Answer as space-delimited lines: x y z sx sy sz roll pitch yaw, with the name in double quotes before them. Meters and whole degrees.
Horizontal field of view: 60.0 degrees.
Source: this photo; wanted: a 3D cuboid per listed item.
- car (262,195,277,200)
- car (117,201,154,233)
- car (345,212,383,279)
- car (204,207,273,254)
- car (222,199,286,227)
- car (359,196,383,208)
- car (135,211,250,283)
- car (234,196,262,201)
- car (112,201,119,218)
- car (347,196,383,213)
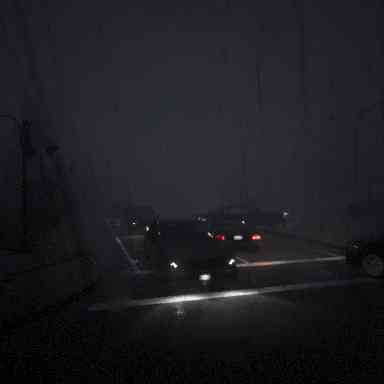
"car" 10.335 1.277 47.123 2.152 1.636 5.027 0 0 -17
"car" -3.106 1.529 19.950 2.033 1.411 5.357 0 0 -17
"car" 6.532 1.475 8.247 5.008 1.535 1.882 0 0 39
"car" 1.349 1.538 13.396 2.033 1.411 5.357 0 0 -4
"car" 2.846 1.467 19.897 5.357 1.411 2.033 -3 1 -15
"car" 23.893 1.273 43.200 1.845 1.501 3.633 0 0 -17
"car" -0.370 1.543 10.116 2.033 1.411 5.357 0 0 -15
"car" 7.347 1.287 46.166 2.007 1.523 4.514 0 0 -17
"car" -6.269 1.515 30.101 2.033 1.411 5.357 0 0 -17
"car" 15.588 1.356 29.211 1.970 1.475 3.806 0 0 -17
